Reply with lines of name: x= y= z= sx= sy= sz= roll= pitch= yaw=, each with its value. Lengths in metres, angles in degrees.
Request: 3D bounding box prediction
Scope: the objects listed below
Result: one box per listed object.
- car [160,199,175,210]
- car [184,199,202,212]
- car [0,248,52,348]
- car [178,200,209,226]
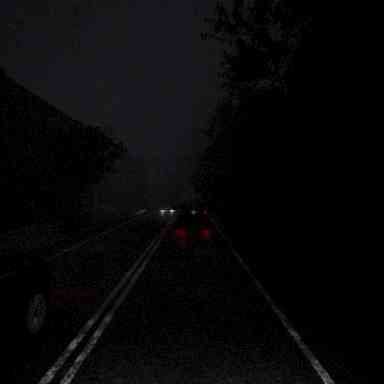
car: x=-3.318 y=1.708 z=46.127 sx=2.033 sy=1.411 sz=5.357 roll=0 pitch=-1 yaw=0
car: x=0.104 y=1.669 z=41.478 sx=2.033 sy=1.411 sz=5.357 roll=0 pitch=0 yaw=0
car: x=-3.352 y=1.499 z=3.871 sx=2.128 sy=1.511 sz=4.902 roll=0 pitch=0 yaw=0
car: x=0.101 y=1.398 z=23.973 sx=2.097 sy=1.767 sz=4.553 roll=0 pitch=0 yaw=0
